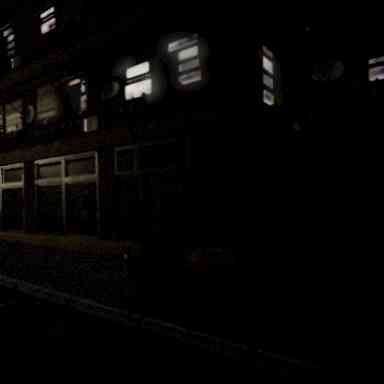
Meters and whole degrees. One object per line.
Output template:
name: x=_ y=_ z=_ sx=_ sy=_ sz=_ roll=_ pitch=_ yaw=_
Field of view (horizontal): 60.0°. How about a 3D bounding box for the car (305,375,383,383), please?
car: x=2.298 y=1.539 z=1.106 sx=4.403 sy=1.369 sz=2.008 roll=-1 pitch=-2 yaw=35
